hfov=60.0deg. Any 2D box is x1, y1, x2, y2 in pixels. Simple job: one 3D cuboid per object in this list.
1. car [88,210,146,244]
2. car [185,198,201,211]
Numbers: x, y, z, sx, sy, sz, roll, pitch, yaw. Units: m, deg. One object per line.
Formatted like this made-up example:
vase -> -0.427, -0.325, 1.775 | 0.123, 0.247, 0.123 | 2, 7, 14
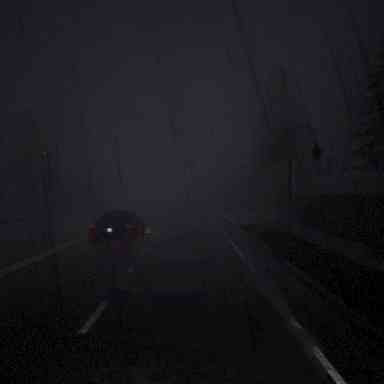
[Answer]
car -> -3.402, 1.536, 15.737 | 1.994, 1.385, 4.181 | 0, 0, 0
car -> 0.093, 1.477, 39.823 | 2.033, 1.411, 5.357 | 0, 0, 0
